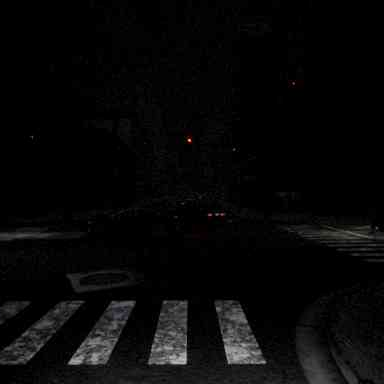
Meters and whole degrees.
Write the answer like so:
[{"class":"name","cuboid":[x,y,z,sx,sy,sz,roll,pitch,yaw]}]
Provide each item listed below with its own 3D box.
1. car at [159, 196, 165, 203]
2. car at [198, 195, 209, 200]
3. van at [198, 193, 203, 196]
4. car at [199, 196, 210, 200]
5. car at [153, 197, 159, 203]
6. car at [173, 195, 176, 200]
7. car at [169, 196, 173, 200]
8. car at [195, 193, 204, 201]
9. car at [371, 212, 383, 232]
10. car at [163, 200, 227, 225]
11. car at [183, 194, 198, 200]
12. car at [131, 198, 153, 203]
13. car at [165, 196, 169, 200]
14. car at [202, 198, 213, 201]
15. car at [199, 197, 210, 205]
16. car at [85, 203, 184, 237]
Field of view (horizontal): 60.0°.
[{"class":"car","cuboid":[-5.684,1.653,52.692,1.802,1.307,4.206,0,0,0]},{"class":"car","cuboid":[2.341,1.637,52.685,1.947,1.339,4.313,0,0,0]},{"class":"van","cuboid":[2.346,1.424,58.196,1.690,1.788,3.998,0,0,0]},{"class":"car","cuboid":[2.336,1.641,47.175,1.802,1.307,4.206,0,0,0]},{"class":"car","cuboid":[-5.694,1.490,41.671,1.967,1.590,4.097,0,0,0]},{"class":"car","cuboid":[-5.658,1.694,80.246,2.008,1.369,4.403,0,0,0]},{"class":"car","cuboid":[-5.668,1.552,69.225,1.967,1.590,4.097,0,0,0]},{"class":"car","cuboid":[2.009,1.401,90.152,2.150,2.045,5.566,0,0,0]},{"class":"car","cuboid":[11.920,1.303,17.417,4.553,1.767,2.097,0,0,0]},{"class":"car","cuboid":[0.280,1.569,24.394,2.033,1.411,5.357,0,0,-35]},{"class":"car","cuboid":[-0.286,1.601,63.301,1.837,1.490,4.892,0,0,0]},{"class":"car","cuboid":[-5.699,1.480,36.160,1.967,1.590,4.097,0,0,0]},{"class":"car","cuboid":[-5.678,1.634,58.203,2.008,1.369,4.403,0,0,0]},{"class":"car","cuboid":[2.326,1.606,36.152,1.947,1.339,4.313,0,0,0]},{"class":"car","cuboid":[2.351,1.647,63.706,2.008,1.369,4.403,0,0,0]},{"class":"car","cuboid":[-3.028,1.501,17.356,4.902,1.511,2.128,0,0,0]}]
